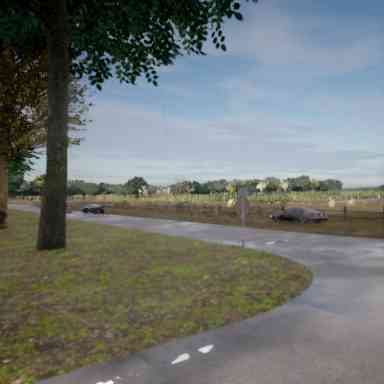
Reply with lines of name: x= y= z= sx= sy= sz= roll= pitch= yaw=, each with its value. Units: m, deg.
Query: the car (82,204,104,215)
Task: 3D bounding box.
car: x=-14.017 y=2.417 z=46.906 sx=1.882 sy=1.535 sz=5.008 roll=-1 pitch=-1 yaw=-35

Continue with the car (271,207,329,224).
car: x=9.564 y=2.065 z=29.914 sx=2.033 sy=1.411 sz=5.357 roll=1 pitch=-1 yaw=-30

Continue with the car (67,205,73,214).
car: x=-19.289 y=2.562 z=49.588 sx=1.837 sy=1.490 sz=4.892 roll=-1 pitch=-1 yaw=-35
